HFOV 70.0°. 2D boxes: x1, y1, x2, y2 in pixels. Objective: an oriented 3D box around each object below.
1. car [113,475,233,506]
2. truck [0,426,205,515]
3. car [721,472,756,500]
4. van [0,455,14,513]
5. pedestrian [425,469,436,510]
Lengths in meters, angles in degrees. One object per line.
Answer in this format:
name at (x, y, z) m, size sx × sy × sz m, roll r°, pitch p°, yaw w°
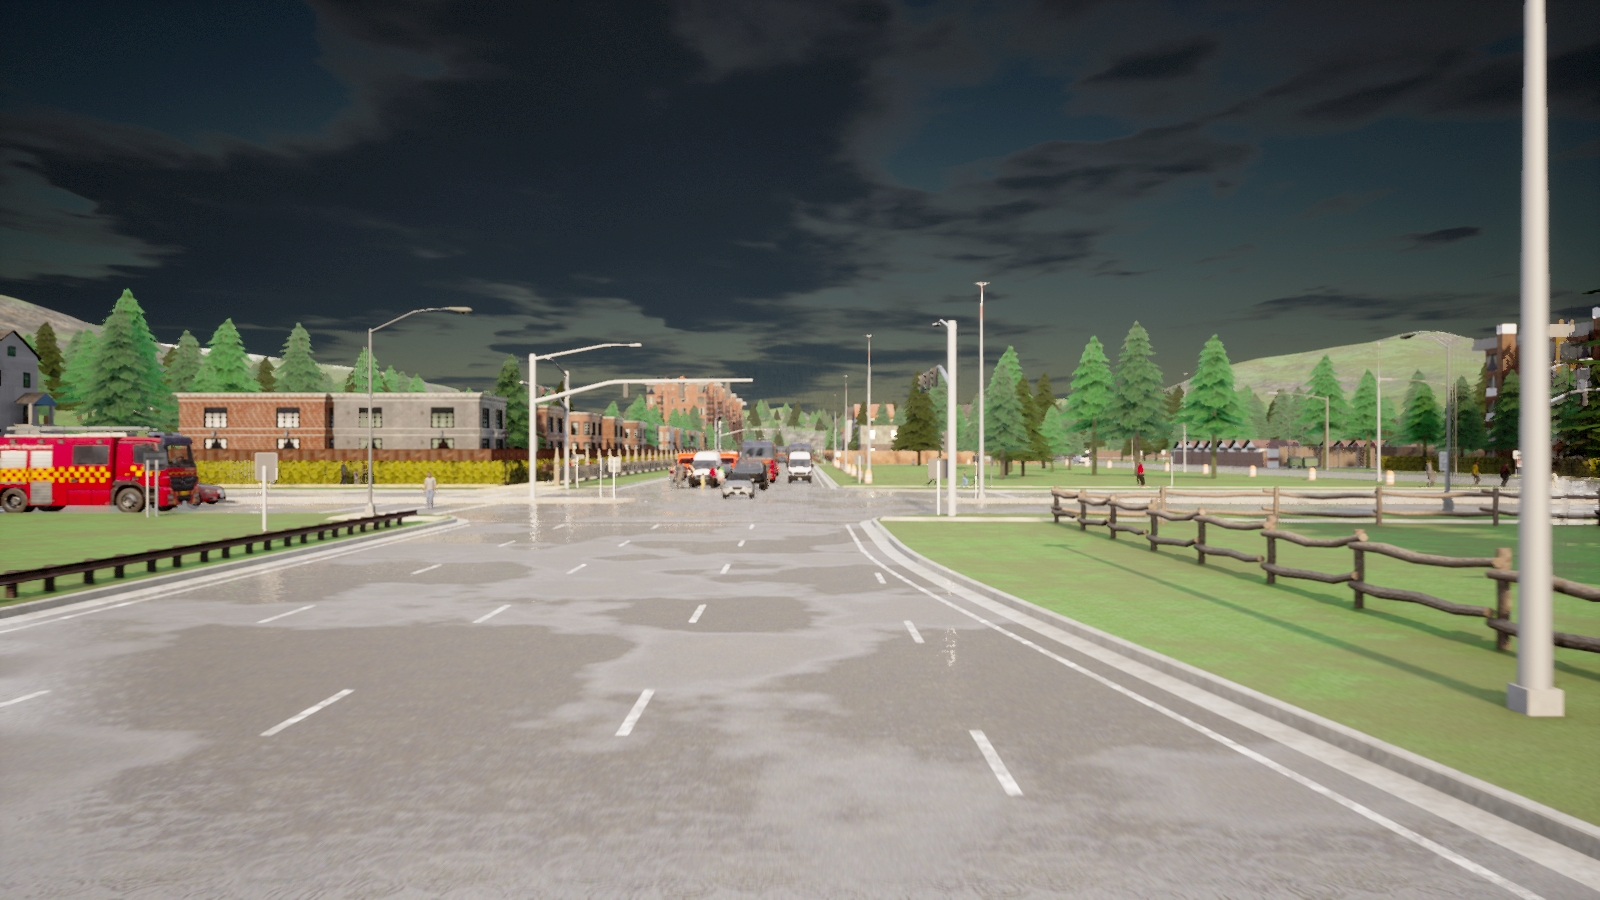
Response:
car at (-31.636, 2.032, 57.749) m, size 4.902 × 1.511 × 2.128 m, roll 0°, pitch 0°, yaw 1°
truck at (-31.280, 0.875, 50.488) m, size 8.468 × 3.827 × 2.891 m, roll 0°, pitch 0°, yaw 1°
car at (-3.505, 2.048, 65.725) m, size 1.816 × 1.474 × 4.193 m, roll 0°, pitch 0°, yaw 0°
van at (-38.570, 1.521, 50.805) m, size 5.915 × 2.561 × 1.988 m, roll 0°, pitch 0°, yaw 1°
pedestrian at (-17.204, 1.834, 53.196) m, size 0.375 × 1.860 × 0.375 m, roll 0°, pitch 0°, yaw -4°
